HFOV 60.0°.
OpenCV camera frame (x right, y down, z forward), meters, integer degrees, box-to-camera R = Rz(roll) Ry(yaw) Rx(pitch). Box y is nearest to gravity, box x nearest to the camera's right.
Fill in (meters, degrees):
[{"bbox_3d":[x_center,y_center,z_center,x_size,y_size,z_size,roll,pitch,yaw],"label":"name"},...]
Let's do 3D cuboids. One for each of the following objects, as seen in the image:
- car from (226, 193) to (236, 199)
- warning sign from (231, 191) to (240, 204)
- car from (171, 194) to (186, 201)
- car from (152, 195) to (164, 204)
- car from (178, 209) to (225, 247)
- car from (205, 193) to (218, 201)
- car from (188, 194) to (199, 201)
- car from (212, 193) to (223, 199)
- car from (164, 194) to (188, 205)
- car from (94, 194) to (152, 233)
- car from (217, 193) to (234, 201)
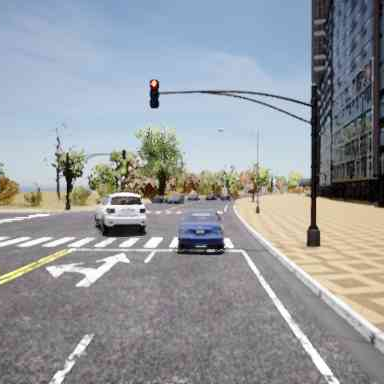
[{"bbox_3d":[9.476,0.937,80.804,1.837,1.490,4.892,0,0,14],"label":"car"},{"bbox_3d":[6.403,0.849,48.842,1.300,1.860,1.060,0,1,8],"label":"warning sign"},{"bbox_3d":[-2.740,1.154,70.335,2.033,1.411,5.357,0,0,10],"label":"car"},{"bbox_3d":[-5.434,1.257,55.198,1.994,1.385,4.181,0,0,9],"label":"car"},{"bbox_3d":[0.440,1.466,14.479,2.033,1.411,5.357,0,0,3],"label":"car"},{"bbox_3d":[4.105,1.160,71.411,1.994,1.385,4.181,0,0,12],"label":"car"},{"bbox_3d":[0.262,1.166,68.743,2.033,1.411,5.357,0,0,10],"label":"car"},{"bbox_3d":[6.212,0.939,81.120,1.812,1.442,4.674,0,0,14],"label":"car"},{"bbox_3d":[-2.511,1.254,52.990,2.033,1.411,5.357,0,0,8],"label":"car"},{"bbox_3d":[-4.196,1.112,19.098,2.150,2.045,5.566,1,0,-21],"label":"car"},{"bbox_3d":[7.300,1.140,70.817,2.128,1.511,4.902,0,0,12],"label":"car"}]
